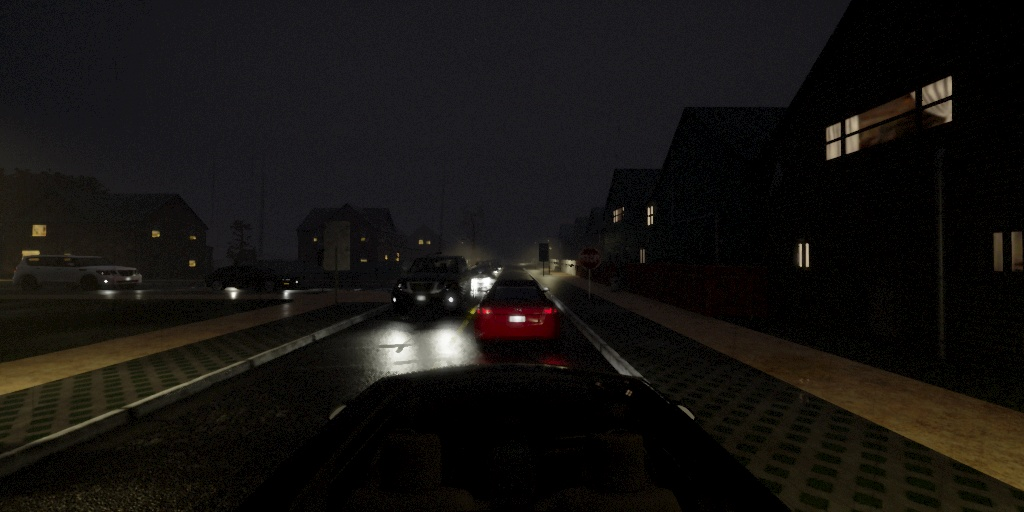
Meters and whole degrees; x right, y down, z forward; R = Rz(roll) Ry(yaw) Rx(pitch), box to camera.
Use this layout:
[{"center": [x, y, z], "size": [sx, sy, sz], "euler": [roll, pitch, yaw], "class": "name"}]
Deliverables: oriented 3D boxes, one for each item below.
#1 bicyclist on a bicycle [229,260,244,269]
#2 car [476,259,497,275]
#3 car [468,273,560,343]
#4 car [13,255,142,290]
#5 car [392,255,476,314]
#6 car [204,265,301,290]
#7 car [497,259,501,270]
[{"center": [-20.251, 1.101, 26.399], "size": [0.582, 1.620, 1.656], "euler": [0, 0, -1], "class": "bicyclist on a bicycle"}, {"center": [-2.903, 1.251, 35.498], "size": [2.128, 1.511, 4.902], "euler": [0, 0, 0], "class": "car"}, {"center": [0.092, 1.316, 9.660], "size": [1.994, 1.385, 4.181], "euler": [0, 0, -1], "class": "car"}, {"center": [-24.719, 0.953, 20.506], "size": [5.566, 2.045, 2.150], "euler": [0, -1, 0], "class": "car"}, {"center": [-2.868, 0.974, 14.081], "size": [2.150, 2.045, 5.566], "euler": [0, 0, 0], "class": "car"}, {"center": [-14.789, 1.241, 20.587], "size": [4.892, 1.490, 1.837], "euler": [0, -1, -1], "class": "car"}, {"center": [-2.911, 1.248, 49.817], "size": [1.882, 1.535, 5.008], "euler": [0, 0, 0], "class": "car"}]
